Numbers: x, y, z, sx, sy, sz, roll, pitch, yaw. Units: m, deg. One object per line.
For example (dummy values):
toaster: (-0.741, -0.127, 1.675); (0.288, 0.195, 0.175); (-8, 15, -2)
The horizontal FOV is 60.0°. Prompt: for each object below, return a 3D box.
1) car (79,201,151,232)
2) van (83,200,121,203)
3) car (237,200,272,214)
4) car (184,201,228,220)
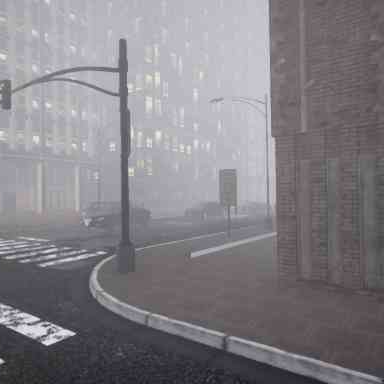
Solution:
car: (-4.634, 1.558, 20.983); (2.128, 1.511, 4.902); (-1, -1, 34)
van: (-6.008, 1.460, 23.498); (1.690, 1.788, 3.998); (-2, -1, 36)
car: (7.254, 1.707, 37.514); (1.895, 1.301, 4.718); (-1, -1, 36)
car: (1.297, 1.563, 29.228); (1.882, 1.535, 5.008); (-1, -1, 36)
